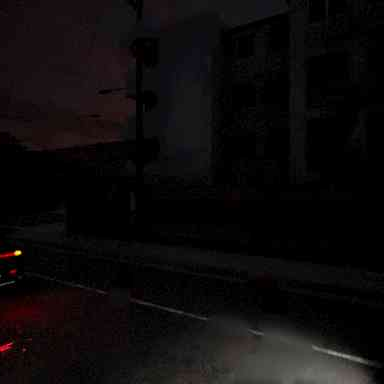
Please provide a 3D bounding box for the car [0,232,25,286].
[{"bbox_3d":[-6.030,1.507,8.161,4.892,1.490,1.837,1,0,35],"label":"car"}]

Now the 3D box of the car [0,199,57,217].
[{"bbox_3d":[-14.686,1.314,29.331,2.033,1.411,5.357,0,1,32],"label":"car"}]
